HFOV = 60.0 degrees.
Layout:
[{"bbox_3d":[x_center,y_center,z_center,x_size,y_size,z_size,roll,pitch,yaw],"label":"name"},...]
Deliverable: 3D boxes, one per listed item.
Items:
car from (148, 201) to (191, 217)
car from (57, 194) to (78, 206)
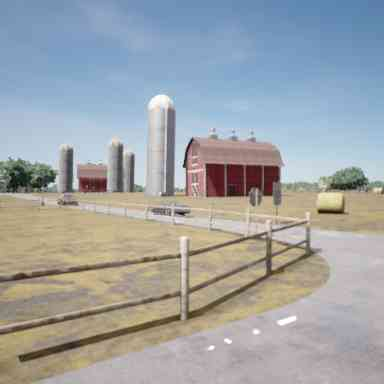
[{"bbox_3d":[-2.304,1.547,31.781,2.033,1.411,5.357,2,-1,-36],"label":"car"},{"bbox_3d":[-18.678,1.103,49.924,2.097,1.767,4.553,2,0,-35],"label":"car"}]
